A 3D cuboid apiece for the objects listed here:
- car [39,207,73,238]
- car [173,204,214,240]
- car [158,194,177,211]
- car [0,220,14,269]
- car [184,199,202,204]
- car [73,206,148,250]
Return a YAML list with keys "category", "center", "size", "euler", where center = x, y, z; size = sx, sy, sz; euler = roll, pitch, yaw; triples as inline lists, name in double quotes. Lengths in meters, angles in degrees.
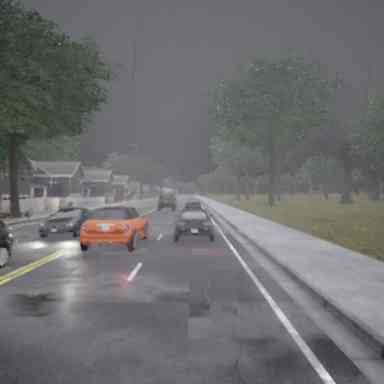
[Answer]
- category: "car"
  center: [-6.536, 1.557, 18.107]
  size: [1.812, 1.442, 4.674]
  euler: [0, 0, 1]
- category: "car"
  center: [0.107, 1.555, 16.958]
  size: [1.812, 1.442, 4.674]
  euler: [0, 0, 0]
- category: "car"
  center: [-3.136, 1.295, 42.751]
  size: [2.150, 2.045, 5.566]
  euler: [0, 0, 0]
- category: "car"
  center: [-6.515, 1.520, 8.490]
  size: [1.837, 1.490, 4.892]
  euler: [0, 0, 1]
- category: "car"
  center: [0.112, 1.572, 39.026]
  size: [1.837, 1.490, 4.892]
  euler: [0, 0, 0]
- category: "car"
  center: [-3.198, 1.376, 14.490]
  size: [2.097, 1.767, 4.553]
  euler: [0, 0, 0]
